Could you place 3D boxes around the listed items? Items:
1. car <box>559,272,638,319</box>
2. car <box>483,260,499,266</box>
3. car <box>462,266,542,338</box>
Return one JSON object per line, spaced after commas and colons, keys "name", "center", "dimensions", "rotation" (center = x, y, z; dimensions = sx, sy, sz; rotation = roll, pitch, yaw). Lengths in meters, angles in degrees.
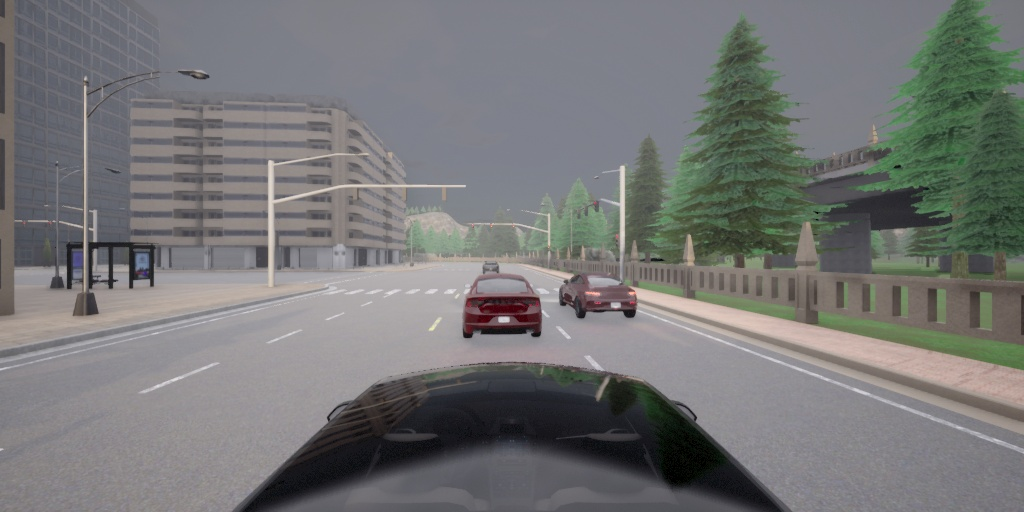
{"name": "car", "center": [2.914, 1.276, 12.805], "dimensions": [1.812, 1.442, 4.674], "rotation": [0, 0, -3]}
{"name": "car", "center": [-2.505, 1.241, 42.412], "dimensions": [2.128, 1.511, 4.902], "rotation": [0, 0, -4]}
{"name": "car", "center": [-0.347, 1.228, 10.228], "dimensions": [1.882, 1.535, 5.008], "rotation": [0, 0, -4]}
